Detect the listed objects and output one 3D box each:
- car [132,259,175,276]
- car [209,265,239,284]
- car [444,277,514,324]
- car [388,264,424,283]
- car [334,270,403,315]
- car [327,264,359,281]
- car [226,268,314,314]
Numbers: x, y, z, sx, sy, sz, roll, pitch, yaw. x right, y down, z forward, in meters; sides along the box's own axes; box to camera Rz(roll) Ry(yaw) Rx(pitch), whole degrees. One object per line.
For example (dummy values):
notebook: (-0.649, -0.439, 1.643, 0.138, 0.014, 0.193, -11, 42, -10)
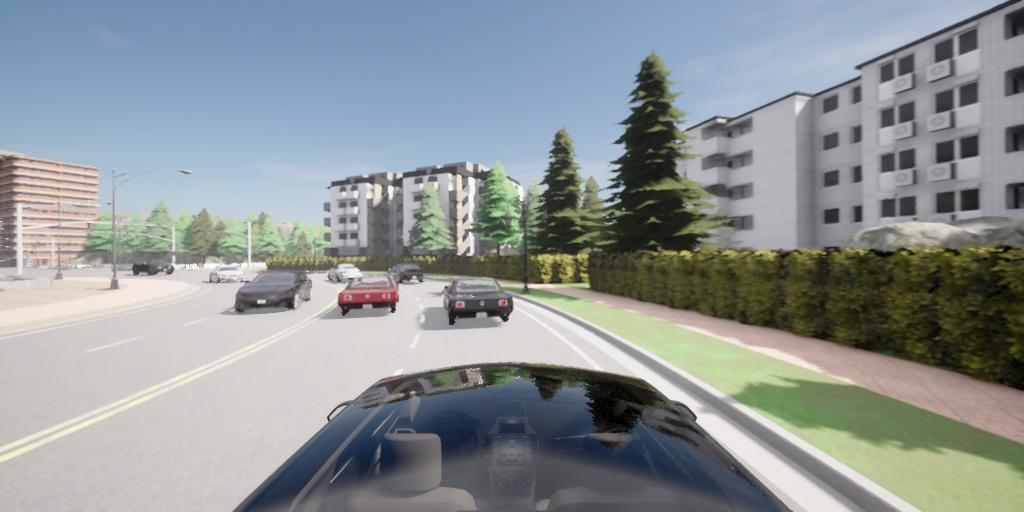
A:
car: (-45.136, 1.394, 45.077, 5.566, 2.045, 2.150, -1, 0, 22)
car: (-23.806, 1.509, 30.018, 4.674, 1.442, 1.812, -1, 0, 40)
car: (-1.326, 1.369, 12.175, 1.895, 1.301, 4.718, 0, 0, -13)
car: (-8.542, 1.348, 28.521, 1.837, 1.490, 4.892, 0, 0, -33)
car: (-5.437, 1.407, 14.119, 1.895, 1.301, 4.718, 0, 0, -16)
car: (-14.097, 1.420, 30.195, 1.812, 1.442, 4.674, 0, 0, -39)
car: (-9.575, 1.322, 14.816, 1.882, 1.535, 5.008, 0, 0, -20)
